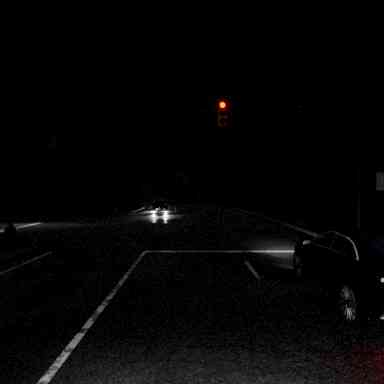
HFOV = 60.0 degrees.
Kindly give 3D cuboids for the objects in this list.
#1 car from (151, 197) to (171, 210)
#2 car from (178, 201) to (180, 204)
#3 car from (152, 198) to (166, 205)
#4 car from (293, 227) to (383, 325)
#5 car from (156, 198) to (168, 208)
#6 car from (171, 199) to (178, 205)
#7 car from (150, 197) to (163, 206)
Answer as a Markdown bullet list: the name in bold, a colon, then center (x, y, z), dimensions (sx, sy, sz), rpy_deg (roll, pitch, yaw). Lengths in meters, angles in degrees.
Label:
- **car**: center (-4.124, 1.680, 43.632), dimensions (1.895, 1.301, 4.718), rpy_deg (0, -1, -2)
- **car**: center (-4.732, 2.441, 83.504), dimensions (1.895, 1.301, 4.718), rpy_deg (0, -1, -22)
- **car**: center (-8.359, 2.345, 83.112), dimensions (1.882, 1.535, 5.008), rpy_deg (0, -1, -25)
- **car**: center (3.582, 1.492, 7.038), dimensions (2.128, 1.511, 4.902), rpy_deg (0, 0, 1)
- **car**: center (-4.978, 1.756, 53.914), dimensions (1.812, 1.442, 4.674), rpy_deg (0, -1, -7)
- **car**: center (-5.182, 2.214, 74.163), dimensions (1.994, 1.385, 4.181), rpy_deg (0, -1, -19)
- **car**: center (-7.310, 1.903, 68.487), dimensions (2.097, 1.767, 4.553), rpy_deg (0, -1, -13)
